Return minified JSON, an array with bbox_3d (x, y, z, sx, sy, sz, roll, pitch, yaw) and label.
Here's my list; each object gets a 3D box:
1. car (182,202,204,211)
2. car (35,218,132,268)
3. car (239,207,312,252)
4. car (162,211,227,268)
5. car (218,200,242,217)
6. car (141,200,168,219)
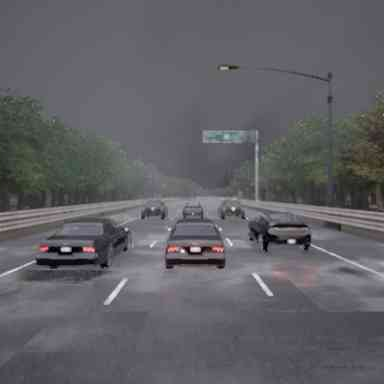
[{"bbox_3d":[0.100,1.699,31.316,2.128,1.511,4.902,0,0,0],"label":"car"},{"bbox_3d":[-3.404,1.620,11.484,2.033,1.411,5.357,0,0,0],"label":"car"},{"bbox_3d":[3.597,1.583,14.414,2.128,1.511,4.902,0,0,0],"label":"car"},{"bbox_3d":[0.096,1.619,11.489,2.033,1.411,5.357,0,0,0],"label":"car"},{"bbox_3d":[3.600,1.557,31.060,2.097,1.767,4.553,0,0,0],"label":"car"},{"bbox_3d":[-3.401,1.558,31.054,2.097,1.767,4.553,0,0,0],"label":"car"}]
